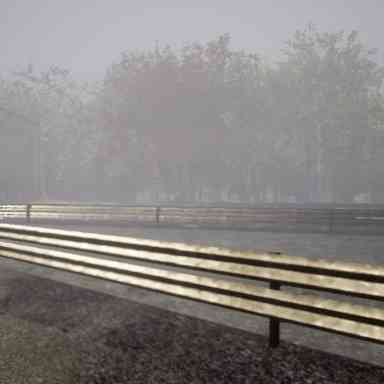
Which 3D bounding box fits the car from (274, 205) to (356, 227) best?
[{"bbox_3d":[8.401,1.615,23.089,5.357,1.411,2.033,0,0,16],"label":"car"}]
